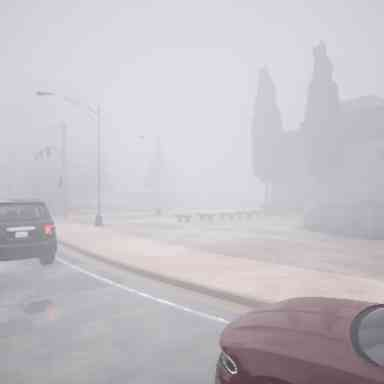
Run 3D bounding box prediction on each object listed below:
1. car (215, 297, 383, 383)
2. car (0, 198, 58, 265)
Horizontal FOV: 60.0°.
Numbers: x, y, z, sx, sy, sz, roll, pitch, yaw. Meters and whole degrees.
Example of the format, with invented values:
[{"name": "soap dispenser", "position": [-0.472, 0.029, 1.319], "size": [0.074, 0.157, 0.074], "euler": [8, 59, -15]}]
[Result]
[{"name": "car", "position": [2.532, 1.478, 2.370], "size": [5.008, 1.535, 1.882], "euler": [0, 0, 35]}, {"name": "car", "position": [-6.159, 1.221, 10.932], "size": [2.150, 2.045, 5.566], "euler": [0, 0, -38]}]
